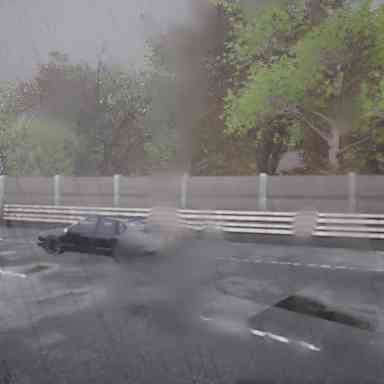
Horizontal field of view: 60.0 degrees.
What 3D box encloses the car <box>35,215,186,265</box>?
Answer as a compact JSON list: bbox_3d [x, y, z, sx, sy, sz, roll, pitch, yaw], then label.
[{"bbox_3d":[-2.877,1.493,11.414,5.357,1.411,2.033,0,0,27],"label":"car"}]
